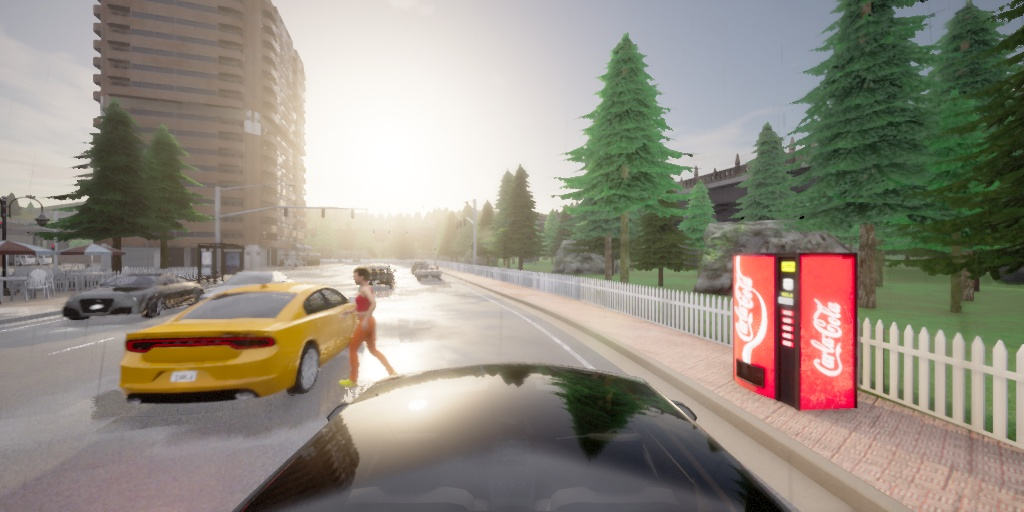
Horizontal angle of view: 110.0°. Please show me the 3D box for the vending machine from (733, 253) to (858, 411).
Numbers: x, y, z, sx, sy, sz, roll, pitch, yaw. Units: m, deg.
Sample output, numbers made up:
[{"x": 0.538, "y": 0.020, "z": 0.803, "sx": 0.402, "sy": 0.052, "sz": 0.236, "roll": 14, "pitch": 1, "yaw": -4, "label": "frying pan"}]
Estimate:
[{"x": 3.738, "y": 0.945, "z": 4.843, "sx": 1.100, "sy": 2.100, "sz": 0.880, "roll": 0, "pitch": 0, "yaw": -6, "label": "vending machine"}]

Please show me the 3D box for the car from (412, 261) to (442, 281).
[{"x": -7.186, "y": 1.350, "z": 30.577, "sx": 1.895, "sy": 1.301, "sz": 4.718, "roll": 0, "pitch": 0, "yaw": -18, "label": "car"}]

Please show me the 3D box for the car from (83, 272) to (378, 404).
[{"x": -4.072, "y": 1.227, "z": 6.530, "sx": 1.882, "sy": 1.535, "sz": 5.008, "roll": 0, "pitch": 0, "yaw": -8, "label": "car"}]

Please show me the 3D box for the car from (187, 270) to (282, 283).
[{"x": -9.321, "y": 1.275, "z": 13.104, "sx": 1.812, "sy": 1.442, "sz": 4.674, "roll": 0, "pitch": 0, "yaw": -16, "label": "car"}]

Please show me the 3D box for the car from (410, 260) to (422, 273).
[{"x": -10.705, "y": 1.257, "z": 41.692, "sx": 1.837, "sy": 1.490, "sz": 4.892, "roll": 0, "pitch": 0, "yaw": -17, "label": "car"}]

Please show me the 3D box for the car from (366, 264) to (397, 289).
[{"x": -8.459, "y": 1.254, "z": 22.748, "sx": 1.837, "sy": 1.490, "sz": 4.892, "roll": 0, "pitch": 0, "yaw": -17, "label": "car"}]

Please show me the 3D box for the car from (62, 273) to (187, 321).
[{"x": -12.790, "y": 1.313, "z": 12.488, "sx": 1.994, "sy": 1.385, "sz": 4.181, "roll": 0, "pitch": 0, "yaw": -16, "label": "car"}]

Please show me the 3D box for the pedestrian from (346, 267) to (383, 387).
[{"x": -2.243, "y": 1.044, "z": 5.475, "sx": 0.375, "sy": 1.860, "sz": 0.375, "roll": 0, "pitch": 0, "yaw": -7, "label": "pedestrian"}]
